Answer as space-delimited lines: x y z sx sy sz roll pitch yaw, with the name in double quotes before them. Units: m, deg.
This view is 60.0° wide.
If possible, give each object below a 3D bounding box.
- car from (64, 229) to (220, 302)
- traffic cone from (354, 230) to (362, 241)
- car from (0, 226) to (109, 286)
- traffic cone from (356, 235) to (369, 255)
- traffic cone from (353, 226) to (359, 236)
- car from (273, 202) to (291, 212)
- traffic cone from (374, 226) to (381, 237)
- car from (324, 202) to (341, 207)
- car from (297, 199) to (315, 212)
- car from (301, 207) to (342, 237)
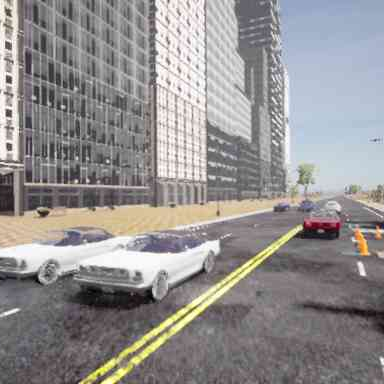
"car" -0.866 1.730 8.911 1.895 1.301 4.718 -1 -1 24
"traffic cone" 7.384 2.086 14.540 0.340 0.580 0.340 -1 -1 24
"car" -3.831 1.775 10.241 1.895 1.301 4.718 -1 -1 24
"traffic cone" 6.566 2.069 12.715 0.340 0.580 0.340 -1 -1 24
"traffic cone" 8.202 2.103 16.365 0.340 0.580 0.340 -1 -1 24
"car" 12.804 2.131 47.277 1.895 1.301 4.718 -1 -1 24
"traffic cone" 9.934 2.107 17.780 0.340 0.580 0.340 -1 -1 24
"car" 17.393 1.931 41.188 1.812 1.442 4.674 -1 -1 24
"car" 16.084 1.844 46.650 2.097 1.767 4.553 -1 -1 24
"car" 7.739 1.798 19.661 1.895 1.301 4.718 -1 -1 24
